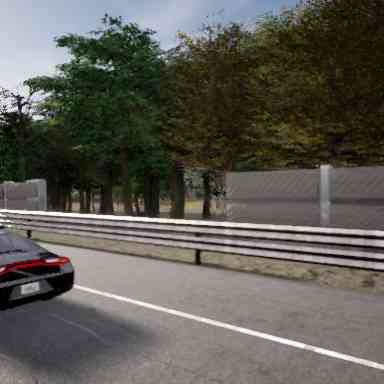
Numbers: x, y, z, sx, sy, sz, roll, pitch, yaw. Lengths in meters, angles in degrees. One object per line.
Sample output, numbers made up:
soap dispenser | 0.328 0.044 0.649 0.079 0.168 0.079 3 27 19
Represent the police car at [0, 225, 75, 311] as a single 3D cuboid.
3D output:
police car | -4.833 1.539 7.317 4.974 1.542 2.038 0 0 36
